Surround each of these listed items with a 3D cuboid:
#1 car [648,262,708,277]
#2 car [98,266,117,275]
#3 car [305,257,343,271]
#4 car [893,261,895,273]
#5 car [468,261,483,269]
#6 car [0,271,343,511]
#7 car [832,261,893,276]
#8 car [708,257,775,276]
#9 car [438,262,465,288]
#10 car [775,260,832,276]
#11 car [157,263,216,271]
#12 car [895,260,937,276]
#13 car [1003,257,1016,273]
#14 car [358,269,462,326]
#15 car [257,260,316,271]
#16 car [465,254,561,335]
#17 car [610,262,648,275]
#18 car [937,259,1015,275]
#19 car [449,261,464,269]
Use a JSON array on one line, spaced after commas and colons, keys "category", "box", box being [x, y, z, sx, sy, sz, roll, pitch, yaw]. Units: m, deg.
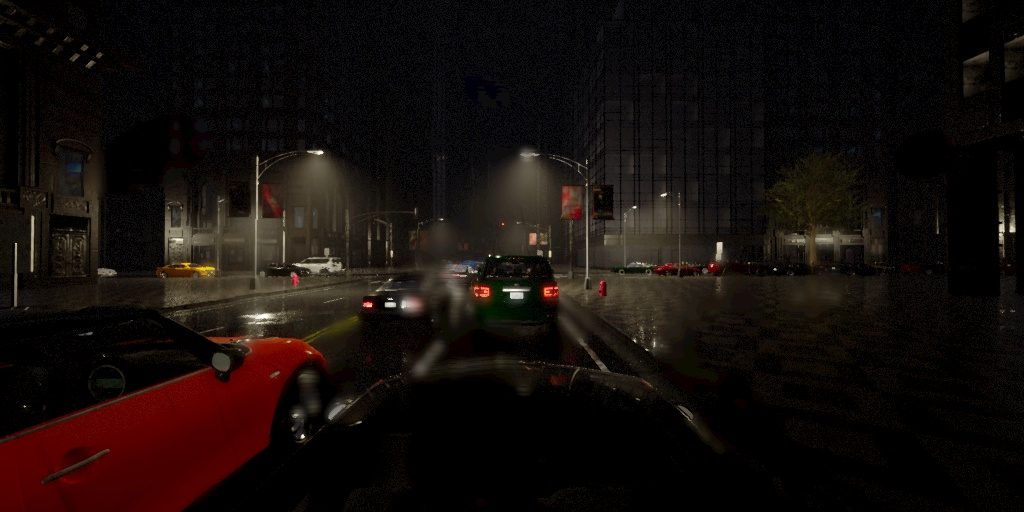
[{"category": "car", "box": [15.366, 1.327, 33.342, 4.207, 1.307, 1.802, 0, 0, -1]}, {"category": "car", "box": [-42.074, 1.542, 35.483, 4.674, 1.442, 1.812, 0, -1, 0]}, {"category": "car", "box": [-21.229, 1.183, 38.626, 5.566, 2.045, 2.150, 0, -1, 0]}, {"category": "car", "box": [43.190, 1.229, 39.446, 4.902, 1.511, 2.128, 0, -1, 0]}, {"category": "car", "box": [-6.458, 1.599, 64.043, 2.033, 1.411, 5.357, 0, 0, 1]}, {"category": "car", "box": [-3.146, 1.102, 2.313, 2.097, 1.767, 4.553, 0, 0, 0]}, {"category": "car", "box": [32.280, 1.259, 33.578, 4.313, 1.339, 1.948, 0, 0, -1]}, {"category": "car", "box": [21.005, 1.041, 33.421, 5.009, 1.841, 2.192, 0, 0, -1]}, {"category": "car", "box": [-3.123, 1.280, 21.462, 2.128, 1.511, 4.902, 0, 0, 0]}, {"category": "car", "box": [26.642, 1.275, 33.499, 4.313, 1.339, 1.948, 0, 0, -1]}, {"category": "car", "box": [-32.075, 1.448, 35.456, 5.008, 1.535, 1.882, 0, -1, 0]}, {"category": "car", "box": [42.567, 1.179, 36.352, 5.008, 1.535, 1.882, 0, -1, 0]}, {"category": "car", "box": [49.195, 0.972, 33.814, 5.009, 1.841, 2.192, 0, 0, -1]}, {"category": "car", "box": [-3.121, 1.307, 11.725, 2.033, 1.411, 5.357, 0, 0, 0]}, {"category": "car", "box": [-22.559, 1.432, 35.430, 4.892, 1.490, 1.837, 0, -1, 0]}, {"category": "car", "box": [0.114, 0.979, 10.641, 2.150, 2.045, 5.566, 0, 0, 0]}, {"category": "car", "box": [13.210, 1.422, 39.088, 4.718, 1.301, 1.895, 0, -1, 0]}, {"category": "car", "box": [43.556, 1.213, 33.735, 4.507, 1.381, 1.888, 0, 0, -1]}, {"category": "car", "box": [-9.718, 1.571, 63.188, 1.812, 1.442, 4.674, 0, 0, 1]}]
